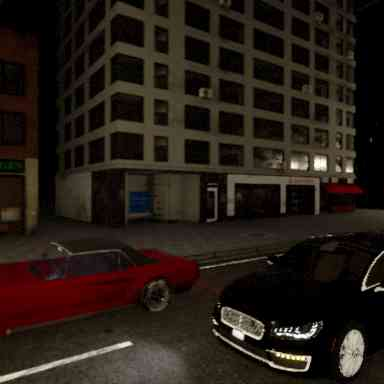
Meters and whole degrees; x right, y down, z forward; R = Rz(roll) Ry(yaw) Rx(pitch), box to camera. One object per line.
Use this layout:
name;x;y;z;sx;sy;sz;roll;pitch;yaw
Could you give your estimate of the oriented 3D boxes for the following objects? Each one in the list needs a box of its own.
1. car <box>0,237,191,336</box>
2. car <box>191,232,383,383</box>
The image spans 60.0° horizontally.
car;-2.261;1.577;6.062;4.718;1.301;1.895;0;0;-35
car;2.562;1.484;5.451;4.892;1.490;1.837;0;0;-35
